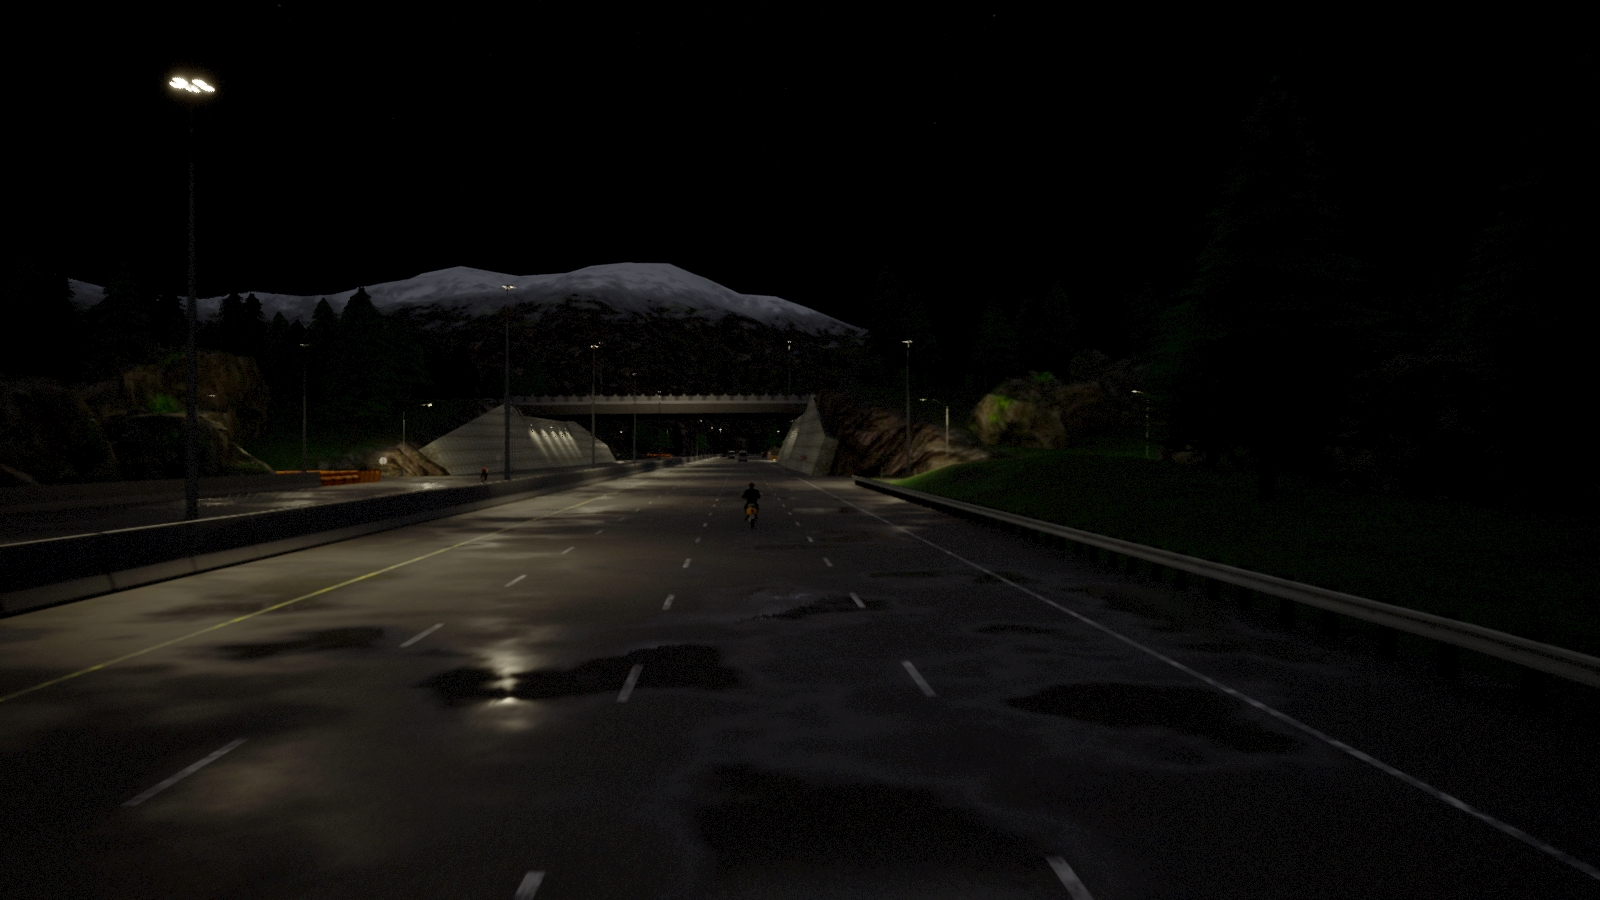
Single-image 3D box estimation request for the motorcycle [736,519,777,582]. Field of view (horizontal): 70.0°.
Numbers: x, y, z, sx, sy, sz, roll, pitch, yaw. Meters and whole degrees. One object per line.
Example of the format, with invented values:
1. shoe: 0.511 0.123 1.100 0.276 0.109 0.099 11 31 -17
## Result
1. motorcycle: -0.968 2.183 25.108 0.856 1.236 1.805 0 0 -3
